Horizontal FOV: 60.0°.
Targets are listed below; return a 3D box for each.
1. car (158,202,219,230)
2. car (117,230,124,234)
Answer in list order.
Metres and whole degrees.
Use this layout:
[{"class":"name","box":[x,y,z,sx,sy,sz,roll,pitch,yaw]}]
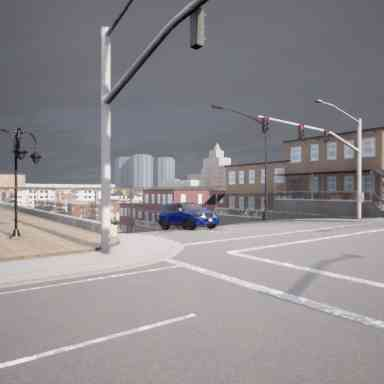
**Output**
[{"class":"car","box":[-0.405,1.777,24.645,2.150,2.045,5.566,0,-5,-36]},{"class":"car","box":[-9.248,4.674,36.664,1.882,1.535,5.008,0,-12,-36]}]
